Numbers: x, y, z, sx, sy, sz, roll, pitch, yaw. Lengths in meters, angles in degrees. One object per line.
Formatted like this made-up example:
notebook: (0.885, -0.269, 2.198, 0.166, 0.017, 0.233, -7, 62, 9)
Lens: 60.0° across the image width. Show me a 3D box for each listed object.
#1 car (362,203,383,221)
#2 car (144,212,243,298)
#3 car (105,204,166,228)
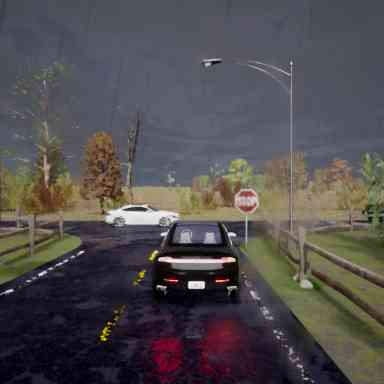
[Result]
car: (15.412, 1.186, 24.141, 5.566, 2.045, 2.150, 0, 0, 1)
car: (0.152, 1.491, 8.515, 2.128, 1.511, 4.902, 0, 0, 2)
car: (-3.195, 1.525, 21.460, 4.674, 1.442, 1.812, 0, 0, 1)
